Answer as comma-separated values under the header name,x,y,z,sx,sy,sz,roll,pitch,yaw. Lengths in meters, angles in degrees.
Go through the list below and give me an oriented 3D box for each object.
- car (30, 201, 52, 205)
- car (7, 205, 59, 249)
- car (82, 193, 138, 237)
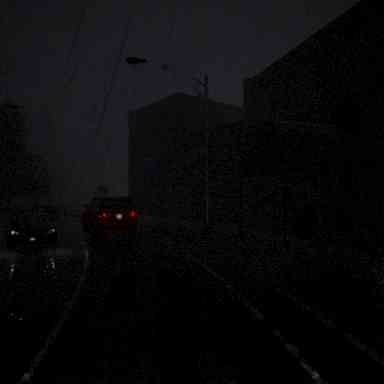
name,x,y,z,sx,sy,sz,roll,pitch,yaw
car,-14.837,1.680,32.420,1.882,1.535,5.008,1,-1,-40
car,-7.070,1.545,14.983,1.812,1.442,4.674,0,0,-24
car,-4.653,1.254,18.464,2.150,2.045,5.566,0,0,-25
